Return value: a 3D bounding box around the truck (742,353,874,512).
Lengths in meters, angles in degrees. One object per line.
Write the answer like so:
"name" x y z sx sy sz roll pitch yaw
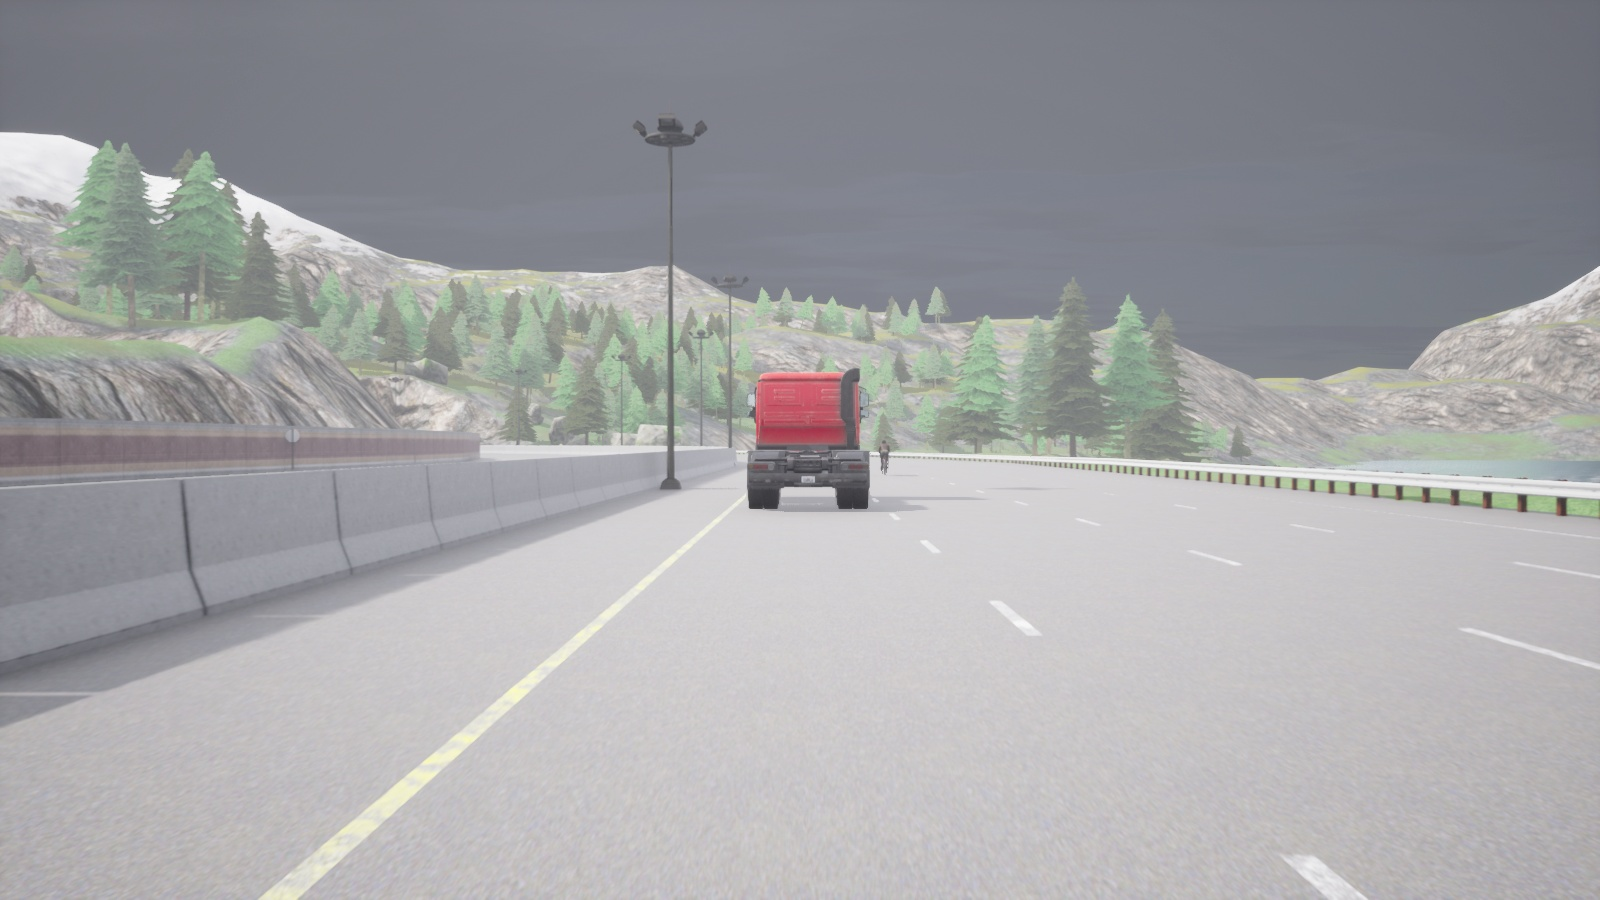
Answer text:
"truck" 0.196 -0.412 31.311 2.891 3.462 7.936 0 0 0
